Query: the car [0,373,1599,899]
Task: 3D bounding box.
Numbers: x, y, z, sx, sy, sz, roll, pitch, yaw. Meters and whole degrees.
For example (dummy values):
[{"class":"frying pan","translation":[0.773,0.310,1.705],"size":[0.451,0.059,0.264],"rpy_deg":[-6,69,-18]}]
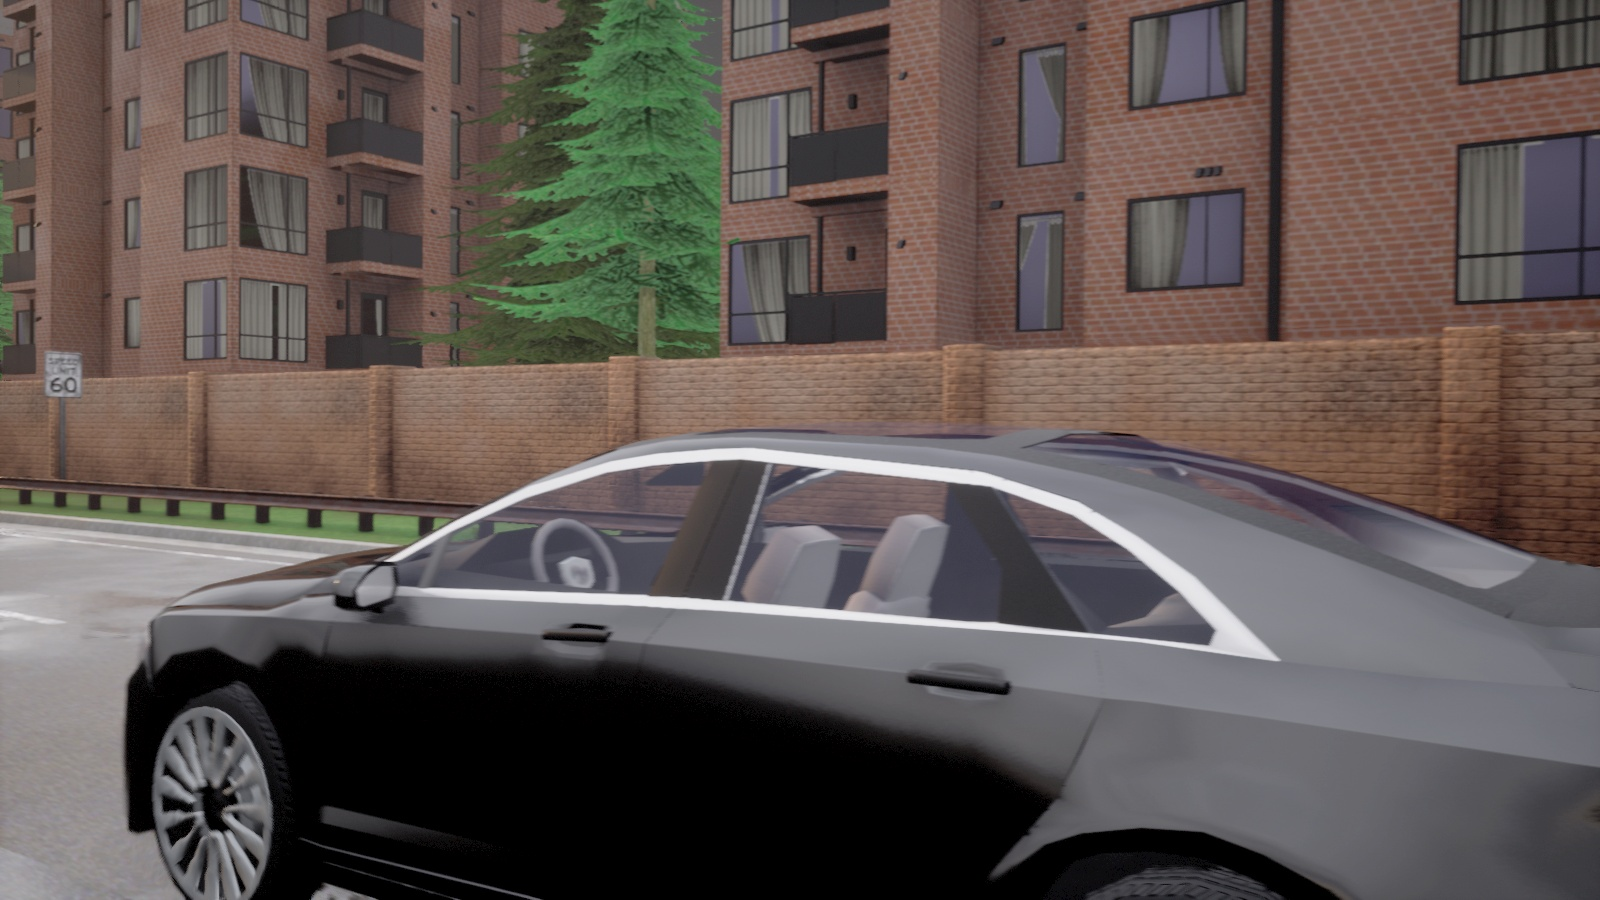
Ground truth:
[{"class":"car","translation":[-0.058,0.638,3.661],"size":[4.902,1.511,2.128],"rpy_deg":[0,1,34]}]
